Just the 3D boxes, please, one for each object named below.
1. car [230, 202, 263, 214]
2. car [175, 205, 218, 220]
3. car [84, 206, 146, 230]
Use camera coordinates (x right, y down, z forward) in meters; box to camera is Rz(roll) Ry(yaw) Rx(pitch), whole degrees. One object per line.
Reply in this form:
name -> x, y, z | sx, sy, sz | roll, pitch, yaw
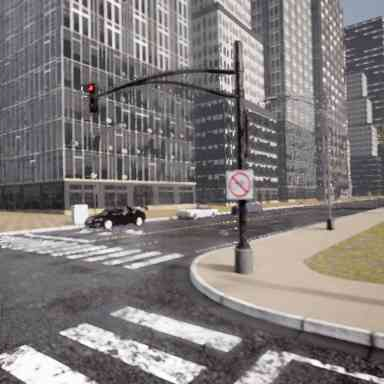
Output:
car -> 6.694, 1.885, 40.259 | 2.033, 1.411, 5.357 | -2, -1, 37
car -> 0.508, 1.934, 32.082 | 1.895, 1.301, 4.718 | -2, -1, 37
car -> -5.478, 1.832, 24.160 | 1.837, 1.490, 4.892 | -2, -1, 37
